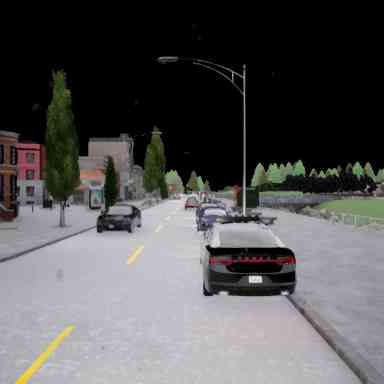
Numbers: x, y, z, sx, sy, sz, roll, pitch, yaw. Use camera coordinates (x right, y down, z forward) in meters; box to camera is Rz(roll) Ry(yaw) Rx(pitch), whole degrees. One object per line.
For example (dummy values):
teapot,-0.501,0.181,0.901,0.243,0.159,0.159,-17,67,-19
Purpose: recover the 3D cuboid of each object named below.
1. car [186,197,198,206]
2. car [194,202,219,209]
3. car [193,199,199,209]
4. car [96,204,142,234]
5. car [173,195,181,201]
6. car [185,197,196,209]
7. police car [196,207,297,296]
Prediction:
car,0.004,1.547,56.870,2.033,1.411,5.357,0,0,0
car,1.202,1.526,18.660,1.812,1.442,4.674,0,0,0
car,1.201,1.505,24.660,1.837,1.490,4.892,0,0,0
car,-4.099,1.477,19.400,1.882,1.535,5.008,0,0,0
car,-3.993,1.491,88.238,2.128,1.511,4.902,0,0,0
car,0.033,1.564,44.569,1.994,1.385,4.181,0,0,0
police car,1.183,1.425,8.773,1.930,1.638,5.238,0,0,0
